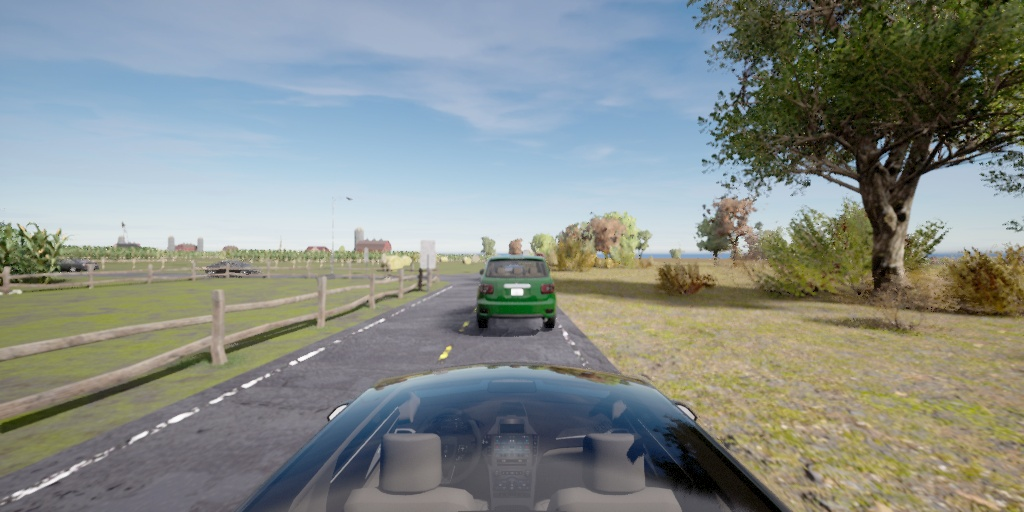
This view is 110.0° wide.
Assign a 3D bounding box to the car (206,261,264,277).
[{"bbox_3d":[-26.980,1.255,34.959,4.892,1.490,1.837,1,0,-1],"label":"car"}]

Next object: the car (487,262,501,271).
[{"bbox_3d":[-2.811,1.602,57.279,1.994,1.385,4.181,0,0,0],"label":"car"}]

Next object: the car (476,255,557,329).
[{"bbox_3d":[0.104,1.013,11.546,2.150,2.045,5.566,0,-1,0],"label":"car"}]

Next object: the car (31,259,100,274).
[{"bbox_3d":[-46.397,1.087,37.659,4.902,1.511,2.128,0,0,0],"label":"car"}]

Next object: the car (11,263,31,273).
[{"bbox_3d":[-49.773,1.187,34.807,4.718,1.301,1.895,0,0,0],"label":"car"}]
